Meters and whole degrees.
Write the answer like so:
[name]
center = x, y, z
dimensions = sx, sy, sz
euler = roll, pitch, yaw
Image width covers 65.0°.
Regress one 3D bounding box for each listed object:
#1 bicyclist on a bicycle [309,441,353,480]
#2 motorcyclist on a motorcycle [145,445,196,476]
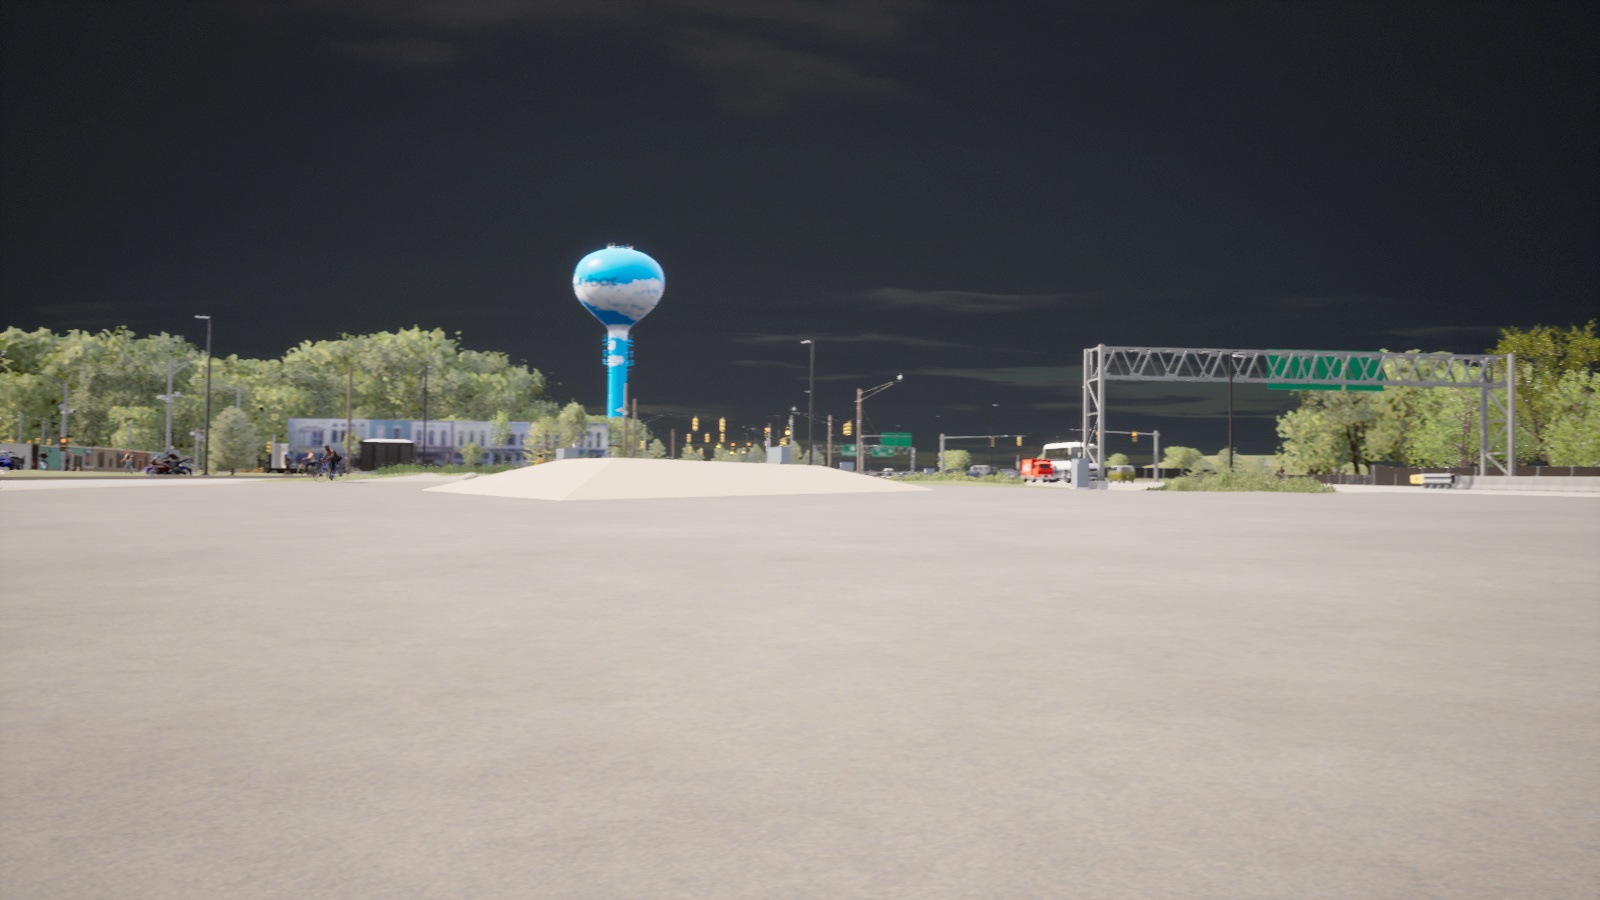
[bicyclist on a bicycle]
center = -19.973, 0.457, 53.496
dimensions = 0.582, 1.620, 1.656
euler = 1, 1, 38
[motorcyclist on a motorcycle]
center = -32.580, 0.540, 65.003
dimensions = 2.191, 1.530, 0.866
euler = 1, -3, -14
